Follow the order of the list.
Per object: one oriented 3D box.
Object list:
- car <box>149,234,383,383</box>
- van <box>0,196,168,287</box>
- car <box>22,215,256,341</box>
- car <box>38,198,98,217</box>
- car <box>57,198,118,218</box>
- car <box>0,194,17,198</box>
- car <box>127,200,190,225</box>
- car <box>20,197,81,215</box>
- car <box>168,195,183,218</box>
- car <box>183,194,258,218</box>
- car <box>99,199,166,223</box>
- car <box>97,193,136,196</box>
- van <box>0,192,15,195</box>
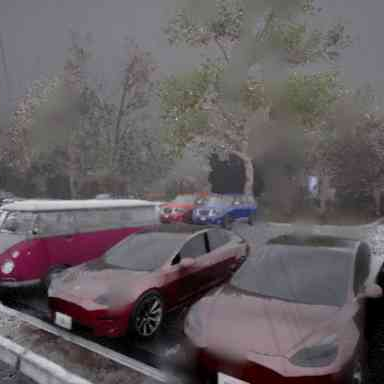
[{"bbox_3d":[1.799,1.493,5.182,2.163,1.488,4.792,1,0,35],"label":"car"},{"bbox_3d":[-2.820,1.198,8.358,1.878,1.987,4.442,1,0,35],"label":"van"},{"bbox_3d":[-0.486,1.473,6.807,2.163,1.488,4.792,0,0,35],"label":"car"},{"bbox_3d":[-11.293,1.340,30.535,2.163,1.488,4.792,0,0,35],"label":"car"},{"bbox_3d":[-8.990,1.351,28.969,2.163,1.488,4.792,0,0,35],"label":"car"},{"bbox_3d":[-15.925,1.286,33.636,1.946,1.575,5.366,0,0,35],"label":"car"},{"bbox_3d":[-2.300,1.404,24.175,2.002,1.452,4.674,0,0,35],"label":"car"},{"bbox_3d":[-13.549,1.300,32.168,2.097,1.535,5.008,0,0,35],"label":"car"},{"bbox_3d":[0.057,1.131,22.468,2.435,2.045,5.566,1,0,35],"label":"car"},{"bbox_3d":[2.227,1.150,20.927,2.435,2.045,5.566,0,0,35],"label":"car"},{"bbox_3d":[-4.470,1.349,25.714,2.097,1.535,5.008,0,0,35],"label":"car"},{"bbox_3d":[-6.753,1.083,27.310,2.435,2.045,5.566,0,0,35],"label":"car"},{"bbox_3d":[-22.558,1.031,38.727,1.878,1.987,4.442,0,0,35],"label":"van"}]
